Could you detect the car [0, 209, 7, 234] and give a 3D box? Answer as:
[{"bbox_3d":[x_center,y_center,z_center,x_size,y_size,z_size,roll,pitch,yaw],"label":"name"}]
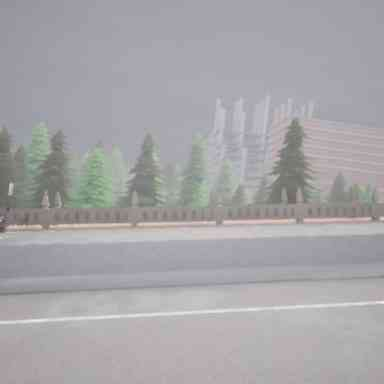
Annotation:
[{"bbox_3d":[-12.870,1.666,17.495,5.566,2.045,2.150,-1,-1,-6],"label":"car"}]
